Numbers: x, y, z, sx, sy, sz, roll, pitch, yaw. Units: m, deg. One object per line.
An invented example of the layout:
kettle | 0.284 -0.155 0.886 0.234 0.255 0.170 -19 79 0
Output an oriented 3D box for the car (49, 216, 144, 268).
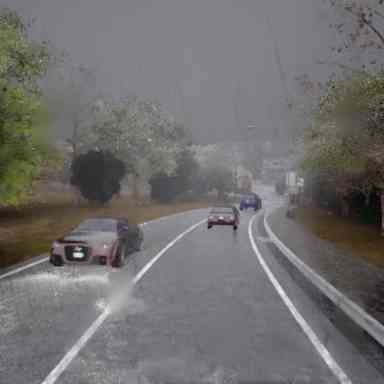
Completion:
car | -2.929 1.520 11.045 1.994 1.385 4.181 1 0 5

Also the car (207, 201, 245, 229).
car | 2.149 1.543 21.688 2.033 1.411 5.357 1 0 10

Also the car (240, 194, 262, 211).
car | 7.505 1.271 42.219 2.150 2.045 5.566 2 0 18
